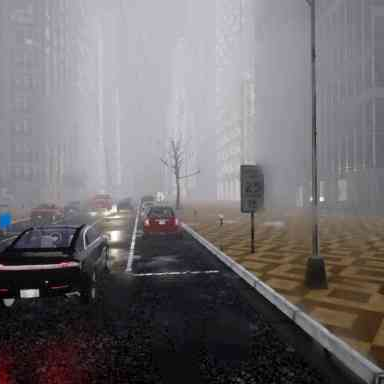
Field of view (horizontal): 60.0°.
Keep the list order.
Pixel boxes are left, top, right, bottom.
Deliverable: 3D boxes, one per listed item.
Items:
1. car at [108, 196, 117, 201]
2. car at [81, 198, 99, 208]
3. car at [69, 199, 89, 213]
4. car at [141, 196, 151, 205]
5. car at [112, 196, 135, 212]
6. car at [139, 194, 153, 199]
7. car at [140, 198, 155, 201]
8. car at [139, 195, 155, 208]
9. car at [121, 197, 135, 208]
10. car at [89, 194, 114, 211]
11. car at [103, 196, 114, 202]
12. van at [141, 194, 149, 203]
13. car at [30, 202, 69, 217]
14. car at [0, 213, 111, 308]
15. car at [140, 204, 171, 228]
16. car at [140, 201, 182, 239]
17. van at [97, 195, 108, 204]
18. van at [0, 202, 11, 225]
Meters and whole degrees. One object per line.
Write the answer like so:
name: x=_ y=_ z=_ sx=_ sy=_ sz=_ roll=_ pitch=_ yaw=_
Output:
car: x=-21.239 y=1.683 z=89.097 sx=2.008 sy=1.369 sz=4.403 roll=0 pitch=0 yaw=-9
car: x=-15.227 y=1.654 z=49.730 sx=1.947 sy=1.339 sz=4.313 roll=0 pitch=0 yaw=-9
car: x=-13.510 y=1.642 z=38.481 sx=1.947 sy=1.339 sz=4.313 roll=0 pitch=0 yaw=-9
car: x=-8.683 y=1.577 z=62.391 sx=1.752 sy=1.417 sz=4.829 roll=0 pitch=0 yaw=-9
car: x=-7.799 y=1.534 z=39.118 sx=2.128 sy=1.511 sz=4.902 roll=0 pitch=0 yaw=-8
car: x=-6.080 y=1.349 z=45.352 sx=2.192 sy=1.841 sz=5.009 roll=0 pitch=0 yaw=-9
car: x=-4.364 y=1.604 z=34.104 sx=1.802 sy=1.307 sz=4.206 roll=0 pitch=0 yaw=-9
car: x=-6.939 y=1.354 z=50.976 sx=2.192 sy=1.841 sz=5.009 roll=0 pitch=0 yaw=-9
car: x=-9.382 y=1.531 z=49.188 sx=1.882 sy=1.535 sz=5.008 roll=0 pitch=0 yaw=-8
car: x=-11.385 y=1.286 z=42.335 sx=2.150 sy=2.045 sz=5.566 roll=0 pitch=0 yaw=-9
car: x=-19.521 y=1.685 z=77.850 sx=1.947 sy=1.339 sz=4.313 roll=0 pitch=0 yaw=-9
van: x=-10.374 y=1.405 z=73.471 sx=1.690 sy=1.788 sz=3.998 roll=0 pitch=0 yaw=-9
car: x=-11.802 y=1.610 z=27.235 sx=1.887 sy=1.381 sz=4.507 roll=0 pitch=0 yaw=-9
car: x=-3.108 y=1.503 z=8.018 sx=2.128 sy=1.511 sz=4.902 roll=0 pitch=0 yaw=-9
car: x=-2.581 y=1.576 z=22.868 sx=1.947 sy=1.339 sz=4.313 roll=0 pitch=0 yaw=-9
car: x=-1.667 y=1.444 z=17.253 sx=1.967 sy=1.590 sz=4.097 roll=0 pitch=0 yaw=-9
van: x=-17.803 y=1.447 z=66.602 sx=1.690 sy=1.788 sz=3.998 roll=0 pitch=0 yaw=-9
van: x=-10.194 y=1.395 z=15.971 sx=1.690 sy=1.788 sz=3.998 roll=0 pitch=0 yaw=-9
